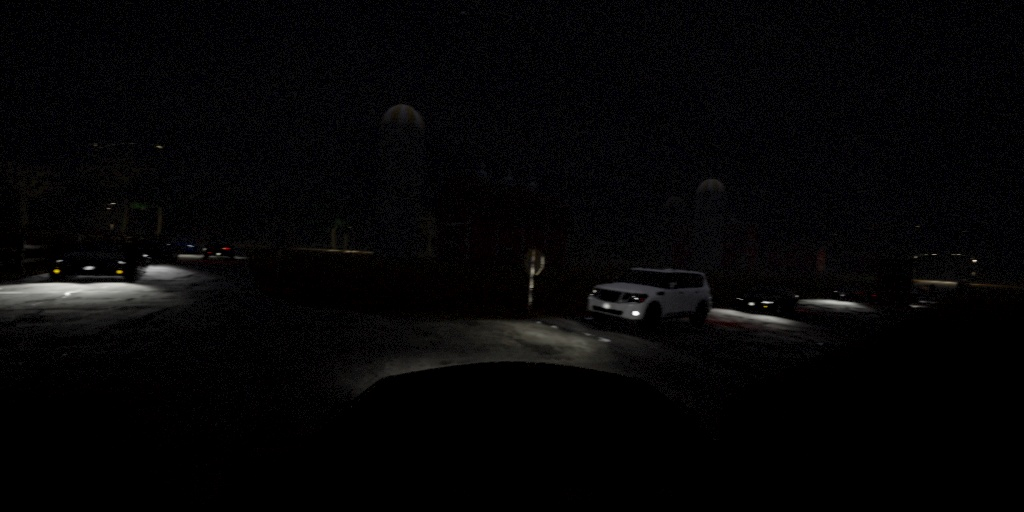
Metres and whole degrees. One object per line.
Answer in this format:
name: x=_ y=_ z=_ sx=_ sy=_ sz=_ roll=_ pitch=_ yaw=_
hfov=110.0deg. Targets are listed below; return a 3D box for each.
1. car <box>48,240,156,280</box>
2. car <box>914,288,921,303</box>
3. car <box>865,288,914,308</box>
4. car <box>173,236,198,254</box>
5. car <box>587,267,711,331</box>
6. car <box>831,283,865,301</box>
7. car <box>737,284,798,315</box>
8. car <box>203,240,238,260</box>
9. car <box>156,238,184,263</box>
car: x=-15.724 y=0.130 z=13.897 sx=1.994 sy=1.385 sz=4.181 roll=3 pitch=1 yaw=-38
car: x=39.259 y=3.803 z=35.915 sx=4.892 sy=1.490 sz=1.837 roll=3 pitch=1 yaw=-38
car: x=31.218 y=3.432 z=29.648 sx=4.181 sy=1.385 sz=1.994 roll=3 pitch=1 yaw=-37
car: x=-30.217 y=-1.031 z=32.914 sx=1.882 sy=1.535 sz=5.008 roll=3 pitch=0 yaw=-37
car: x=5.245 y=1.431 z=13.217 sx=5.566 sy=2.045 sz=2.150 roll=5 pitch=0 yaw=-38
car: x=31.340 y=3.326 z=33.309 sx=4.902 sy=1.511 sz=2.128 roll=3 pitch=1 yaw=-37
car: x=14.695 y=2.409 z=20.536 sx=4.892 sy=1.490 sz=1.837 roll=3 pitch=1 yaw=-37
car: x=-22.838 y=-0.506 z=28.084 sx=1.837 sy=1.490 sz=4.892 roll=3 pitch=1 yaw=-37
car: x=-21.999 y=-0.312 z=22.130 sx=1.895 sy=1.301 sz=4.718 roll=3 pitch=1 yaw=-37
